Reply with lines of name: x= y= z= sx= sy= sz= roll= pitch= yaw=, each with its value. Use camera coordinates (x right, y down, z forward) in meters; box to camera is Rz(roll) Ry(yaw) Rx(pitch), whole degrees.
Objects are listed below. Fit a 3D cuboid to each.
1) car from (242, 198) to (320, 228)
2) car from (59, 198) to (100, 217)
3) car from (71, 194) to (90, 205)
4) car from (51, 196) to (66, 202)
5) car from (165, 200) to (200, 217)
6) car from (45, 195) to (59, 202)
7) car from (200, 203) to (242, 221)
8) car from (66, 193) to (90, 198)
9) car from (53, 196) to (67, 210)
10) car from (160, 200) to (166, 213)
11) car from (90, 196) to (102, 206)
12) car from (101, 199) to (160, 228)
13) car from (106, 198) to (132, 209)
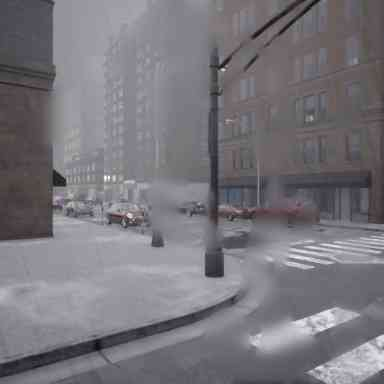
car: x=6.033 y=1.309 z=22.176 sx=2.192 sy=1.841 sz=5.009 roll=0 pitch=0 yaw=-35
car: x=-10.465 y=1.530 z=30.799 sx=2.008 sy=1.369 sz=4.403 roll=0 pitch=0 yaw=-35
car: x=-20.017 y=1.298 z=59.616 sx=2.097 sy=1.767 sz=4.553 roll=0 pitch=0 yaw=-35
car: x=-28.947 y=1.478 z=71.857 sx=2.008 sy=1.369 sz=4.403 roll=0 pitch=0 yaw=-35
car: x=-0.327 y=1.550 z=31.209 sx=1.947 sy=1.339 sz=4.313 roll=0 pitch=0 yaw=-35
car: x=-32.127 y=1.471 z=76.374 sx=2.008 sy=1.369 sz=4.403 roll=0 pitch=0 yaw=-35
car: x=2.853 y=1.571 z=26.693 sx=1.802 sy=1.307 sz=4.206 roll=0 pitch=0 yaw=-35
car: x=-18.187 y=1.176 z=51.781 sx=2.150 sy=2.045 sz=5.566 roll=0 pitch=0 yaw=-35
car: x=-16.827 y=1.511 z=39.835 sx=1.887 sy=1.381 sz=4.507 roll=0 pitch=0 yaw=-35
car: x=-3.507 y=1.529 z=35.726 sx=2.008 sy=1.369 sz=4.403 roll=0 pitch=0 yaw=-35
car: x=-15.977 y=1.457 z=53.936 sx=1.837 sy=1.490 sz=4.892 roll=0 pitch=0 yaw=-35
car: x=-4.103 y=1.430 z=21.763 sx=1.967 sy=1.590 sz=4.097 roll=0 pitch=0 yaw=-35
car: x=-9.867 y=1.532 z=44.759 sx=1.947 sy=1.339 sz=4.313 roll=0 pitch=0 yaw=-35
